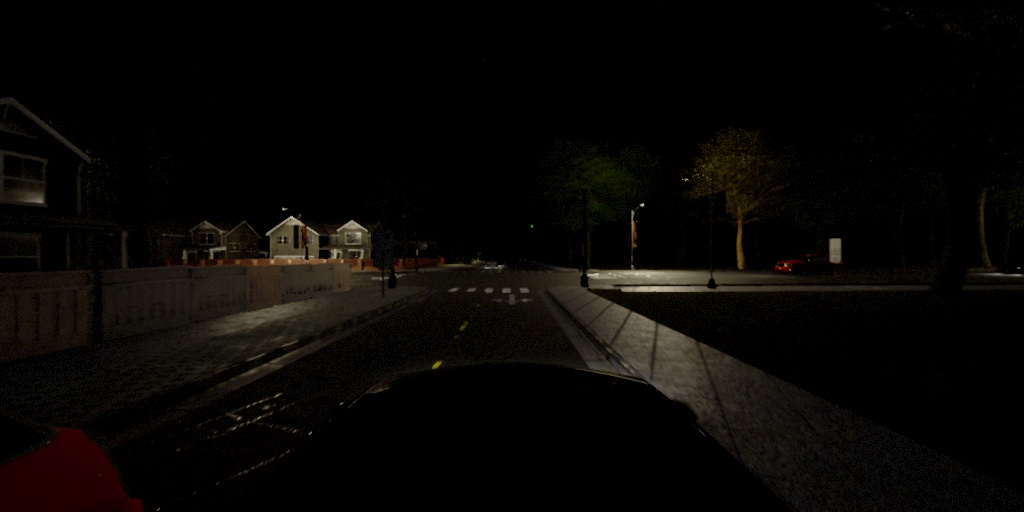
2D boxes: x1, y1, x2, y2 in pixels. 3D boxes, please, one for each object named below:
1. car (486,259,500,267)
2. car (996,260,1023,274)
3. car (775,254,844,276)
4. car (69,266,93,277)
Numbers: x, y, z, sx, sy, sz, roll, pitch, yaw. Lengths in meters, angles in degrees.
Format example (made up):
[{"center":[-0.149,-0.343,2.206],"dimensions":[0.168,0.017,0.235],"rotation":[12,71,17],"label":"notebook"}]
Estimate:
[{"center":[-3.515,1.312,65.181],"dimensions":[1.812,1.442,4.674],"rotation":[0,0,0],"label":"car"},{"center":[50.524,1.053,34.647],"dimensions":[5.357,1.411,2.033],"rotation":[0,0,0],"label":"car"},{"center":[28.687,0.831,34.674],"dimensions":[5.566,2.045,2.150],"rotation":[0,0,0],"label":"car"},{"center":[-34.396,1.468,27.802],"dimensions":[5.357,1.411,2.033],"rotation":[0,0,0],"label":"car"}]
